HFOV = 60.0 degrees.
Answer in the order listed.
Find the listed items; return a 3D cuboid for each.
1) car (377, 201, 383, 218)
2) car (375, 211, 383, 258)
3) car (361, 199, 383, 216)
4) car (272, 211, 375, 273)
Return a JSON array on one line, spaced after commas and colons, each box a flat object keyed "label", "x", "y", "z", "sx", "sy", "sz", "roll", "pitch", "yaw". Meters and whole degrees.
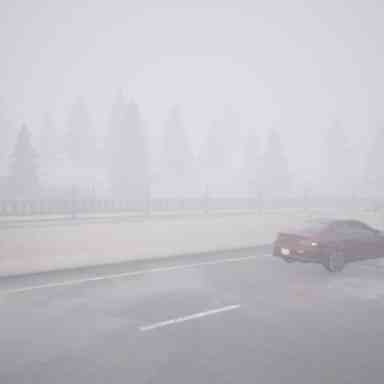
[{"label": "car", "x": 18.638, "y": 1.501, "z": 28.163, "sx": 5.357, "sy": 1.411, "sz": 2.033, "roll": 0, "pitch": 0, "yaw": -18}, {"label": "car", "x": 7.154, "y": 1.211, "z": 7.912, "sx": 5.566, "sy": 2.045, "sz": 2.150, "roll": 0, "pitch": 0, "yaw": -29}, {"label": "car", "x": 18.959, "y": 1.435, "z": 31.863, "sx": 4.902, "sy": 1.511, "sz": 2.128, "roll": 0, "pitch": 0, "yaw": -17}, {"label": "car", "x": 4.627, "y": 1.503, "z": 10.482, "sx": 4.674, "sy": 1.442, "sz": 1.812, "roll": 0, "pitch": 0, "yaw": -30}]
